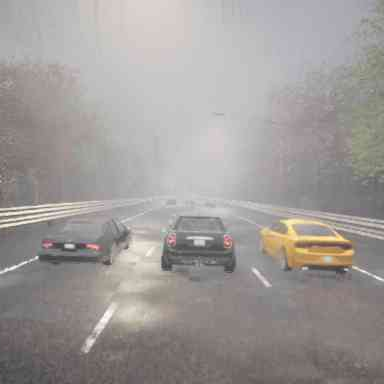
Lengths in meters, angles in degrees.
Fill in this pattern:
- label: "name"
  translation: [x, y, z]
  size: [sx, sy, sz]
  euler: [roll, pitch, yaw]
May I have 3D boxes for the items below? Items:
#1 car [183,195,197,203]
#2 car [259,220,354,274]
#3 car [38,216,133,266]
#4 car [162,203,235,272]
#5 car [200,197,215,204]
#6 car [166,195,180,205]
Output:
- label: "car"
  translation: [-0.518, 2.058, 74.546]
  size: [1.994, 1.385, 4.181]
  euler: [2, 0, -1]
- label: "car"
  translation: [3.681, 1.691, 11.542]
  size: [1.882, 1.535, 5.008]
  euler: [2, 0, -1]
- label: "car"
  translation: [-3.317, 1.523, 11.444]
  size: [2.033, 1.411, 5.357]
  euler: [2, 0, -1]
- label: "car"
  translation: [0.189, 1.445, 11.390]
  size: [2.097, 1.767, 4.553]
  euler: [2, 0, -1]
- label: "car"
  translation: [3.136, 2.088, 60.581]
  size: [2.033, 1.411, 5.357]
  euler: [2, 0, -1]
- label: "car"
  translation: [-3.907, 1.806, 64.748]
  size: [1.882, 1.535, 5.008]
  euler: [2, 0, -1]
